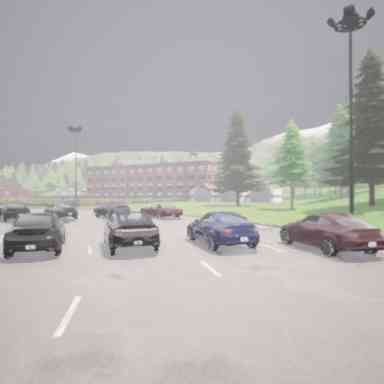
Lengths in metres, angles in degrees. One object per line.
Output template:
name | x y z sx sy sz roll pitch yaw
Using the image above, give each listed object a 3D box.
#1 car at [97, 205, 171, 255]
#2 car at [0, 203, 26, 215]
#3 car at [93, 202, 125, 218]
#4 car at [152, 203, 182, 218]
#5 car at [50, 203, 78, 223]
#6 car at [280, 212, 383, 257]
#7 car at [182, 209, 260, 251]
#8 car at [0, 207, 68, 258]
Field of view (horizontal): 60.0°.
car | -2.588 1.536 13.701 2.128 1.511 4.902 0 0 -18
car | -15.398 1.650 28.305 1.882 1.535 5.008 0 0 -43
car | -7.248 1.602 29.870 2.128 1.511 4.902 0 0 -38
car | -2.819 1.677 29.878 1.895 1.301 4.718 0 0 -35
car | -11.566 1.669 29.221 1.812 1.442 4.674 0 0 -41
car | 5.203 1.508 12.850 1.812 1.442 4.674 0 0 -14
car | 1.204 1.542 14.141 1.812 1.442 4.674 0 0 -17
car | -6.102 1.578 13.255 1.837 1.490 4.892 0 0 -19
